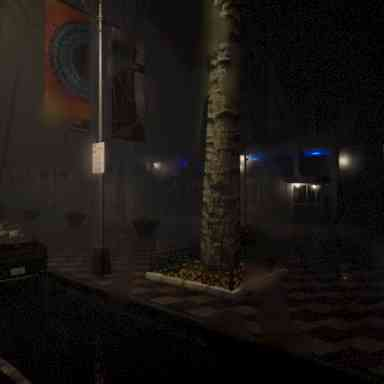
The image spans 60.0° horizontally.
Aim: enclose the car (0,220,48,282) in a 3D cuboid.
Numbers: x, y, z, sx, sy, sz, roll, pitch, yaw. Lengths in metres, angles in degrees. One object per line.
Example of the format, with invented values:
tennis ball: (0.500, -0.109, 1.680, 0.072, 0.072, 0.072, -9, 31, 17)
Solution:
car: (-5.641, 1.482, 8.922, 4.892, 1.521, 2.231, 0, 0, 41)
